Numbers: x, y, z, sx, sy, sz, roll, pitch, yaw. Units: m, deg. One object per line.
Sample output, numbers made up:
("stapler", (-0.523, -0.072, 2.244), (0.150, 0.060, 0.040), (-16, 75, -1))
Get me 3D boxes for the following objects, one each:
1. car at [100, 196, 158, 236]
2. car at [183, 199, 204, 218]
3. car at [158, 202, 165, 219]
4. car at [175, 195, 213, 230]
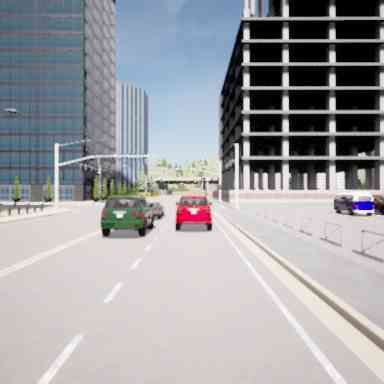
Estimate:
("car", (-3.395, 1.204, 18.313), (2.150, 2.045, 5.566), (0, 0, 0))
("car", (0.111, 1.476, 30.767), (1.837, 1.490, 4.892), (0, 0, 0))
("car", (-3.390, 1.521, 28.477), (2.033, 1.411, 5.357), (0, 0, 0))
("car", (0.106, 1.202, 20.910), (2.150, 2.045, 5.566), (0, 0, 0))
